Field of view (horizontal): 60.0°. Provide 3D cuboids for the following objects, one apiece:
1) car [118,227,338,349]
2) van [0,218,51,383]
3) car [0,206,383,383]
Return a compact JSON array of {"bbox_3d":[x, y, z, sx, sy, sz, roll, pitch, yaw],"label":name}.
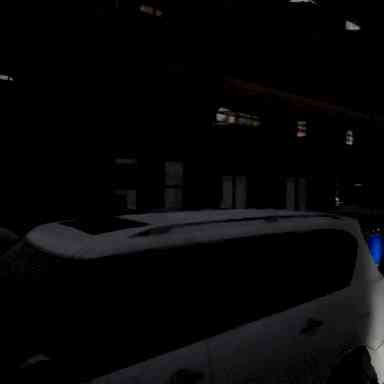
[{"bbox_3d":[0.865,1.560,6.650,4.206,1.307,1.802,0,1,-35],"label":"car"},{"bbox_3d":[-3.776,1.319,3.444,3.998,1.788,1.690,0,1,-35],"label":"van"},{"bbox_3d":[-0.555,1.211,2.680,5.566,2.045,2.150,0,0,-35],"label":"car"}]
